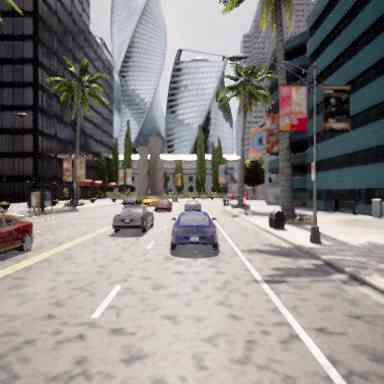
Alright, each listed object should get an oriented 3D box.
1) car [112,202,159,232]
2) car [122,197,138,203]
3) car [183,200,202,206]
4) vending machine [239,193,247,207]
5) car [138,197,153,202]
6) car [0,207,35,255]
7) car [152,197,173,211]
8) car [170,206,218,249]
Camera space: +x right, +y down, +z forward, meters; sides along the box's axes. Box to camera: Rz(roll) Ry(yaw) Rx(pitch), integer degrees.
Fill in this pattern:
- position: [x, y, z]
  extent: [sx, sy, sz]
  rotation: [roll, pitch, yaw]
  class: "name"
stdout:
- position: [-3.405, 1.558, 20.006]
  extent: [2.033, 1.411, 5.357]
  rotation: [0, 0, 0]
  class: "car"
- position: [-9.661, 1.577, 54.359]
  extent: [2.033, 1.411, 5.357]
  rotation: [0, 0, 10]
  class: "car"
- position: [0.091, 1.567, 34.951]
  extent: [2.033, 1.411, 5.357]
  rotation: [0, 0, 0]
  class: "car"
- position: [7.789, 1.225, 50.719]
  extent: [1.100, 2.100, 0.880]
  rotation: [0, 0, 10]
  class: "vending machine"
- position: [-6.429, 1.506, 51.781]
  extent: [1.882, 1.535, 5.008]
  rotation: [0, 0, 8]
  class: "car"
- position: [-7.103, 1.483, 11.021]
  extent: [1.882, 1.535, 5.008]
  rotation: [0, 0, 0]
  class: "car"
- position: [-3.401, 1.586, 40.691]
  extent: [1.994, 1.385, 4.181]
  rotation: [0, 0, 0]
  class: "car"
- position: [0.096, 1.534, 14.360]
  extent: [1.812, 1.442, 4.674]
  rotation: [0, 0, 0]
  class: "car"
